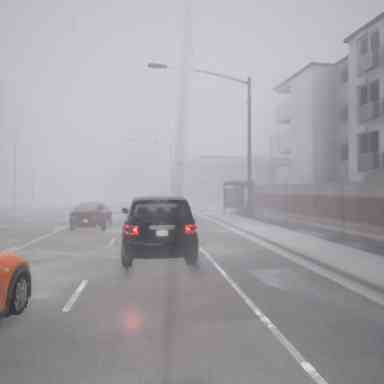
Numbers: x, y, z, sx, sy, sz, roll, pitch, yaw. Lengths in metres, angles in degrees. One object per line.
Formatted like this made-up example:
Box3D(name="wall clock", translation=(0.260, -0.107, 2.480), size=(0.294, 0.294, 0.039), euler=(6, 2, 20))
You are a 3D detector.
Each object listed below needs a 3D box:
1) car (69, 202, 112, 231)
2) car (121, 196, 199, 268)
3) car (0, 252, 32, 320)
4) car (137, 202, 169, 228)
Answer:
Box3D(name="car", translation=(-5.829, 1.330, 19.592), size=(1.882, 1.535, 5.008), euler=(0, 0, -8))
Box3D(name="car", translation=(-1.165, 1.128, 11.172), size=(2.150, 2.045, 5.566), euler=(0, 0, -9))
Box3D(name="car", translation=(-3.945, 1.326, 4.455), size=(2.097, 1.767, 4.553), euler=(0, 0, -5))
Box3D(name="car", translation=(-2.636, 1.421, 21.975), size=(1.895, 1.301, 4.718), euler=(0, 0, -8))
